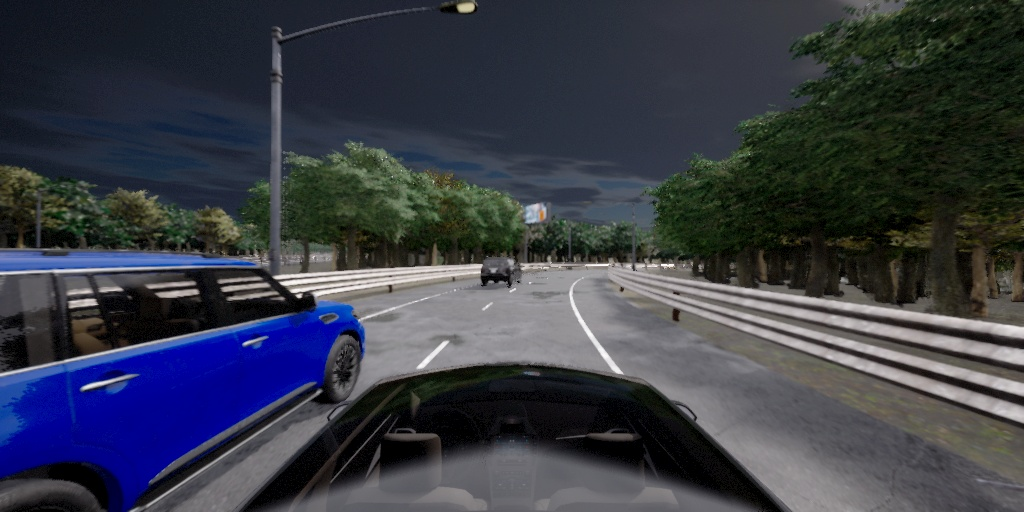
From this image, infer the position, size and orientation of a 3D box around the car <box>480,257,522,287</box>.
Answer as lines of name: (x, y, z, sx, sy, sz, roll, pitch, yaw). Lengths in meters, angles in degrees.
car: (-0.692, 1.130, 26.478, 2.150, 2.045, 5.566, 0, -1, 12)

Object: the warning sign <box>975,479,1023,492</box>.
warning sign: (4.170, 0.882, 2.360, 1.300, 1.860, 1.060, 0, 0, 1)

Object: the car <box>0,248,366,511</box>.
car: (-3.358, 0.968, 3.163, 2.150, 2.045, 5.566, 0, 0, 1)
